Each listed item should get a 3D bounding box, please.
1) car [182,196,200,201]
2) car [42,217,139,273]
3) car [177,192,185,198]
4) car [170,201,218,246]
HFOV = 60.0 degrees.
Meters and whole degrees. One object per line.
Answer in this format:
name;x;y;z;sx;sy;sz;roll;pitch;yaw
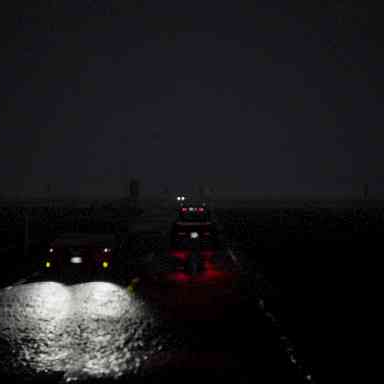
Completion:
car;0.070;1.313;27.321;2.033;1.411;5.357;0;0;0
car;-2.859;1.472;10.212;1.994;1.385;4.181;0;0;0
car;-2.950;0.819;90.216;2.128;1.511;4.902;0;0;0
car;0.083;1.363;14.648;2.128;1.511;4.902;0;1;0
